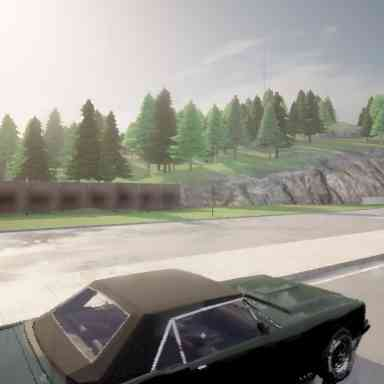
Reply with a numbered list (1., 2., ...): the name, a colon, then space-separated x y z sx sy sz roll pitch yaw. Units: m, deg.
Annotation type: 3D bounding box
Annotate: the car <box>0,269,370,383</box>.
1. car: -0.013 1.600 3.736 4.718 1.301 1.895 0 0 -36
